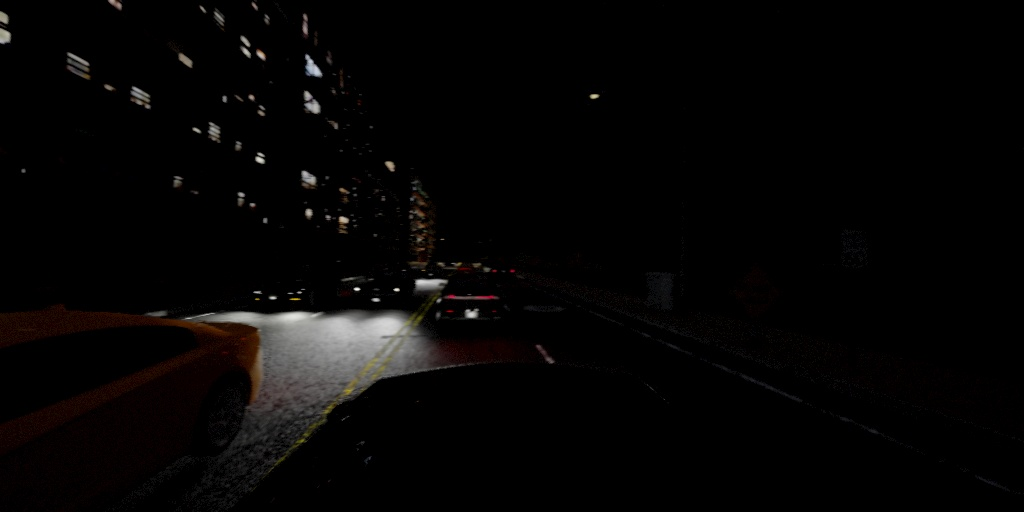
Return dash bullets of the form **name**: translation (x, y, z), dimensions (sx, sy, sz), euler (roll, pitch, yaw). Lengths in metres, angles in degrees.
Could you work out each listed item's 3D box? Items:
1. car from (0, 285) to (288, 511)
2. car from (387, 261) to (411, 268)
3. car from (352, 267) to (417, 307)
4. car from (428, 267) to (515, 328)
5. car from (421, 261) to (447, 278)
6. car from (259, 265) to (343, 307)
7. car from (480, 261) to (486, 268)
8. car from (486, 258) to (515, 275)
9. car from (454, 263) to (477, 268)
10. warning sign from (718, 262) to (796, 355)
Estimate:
- **car**: translation (-3.582, 1.140, 2.057), dimensions (1.882, 1.535, 5.008), euler (2, -1, -7)
- **car**: translation (-11.114, 1.261, 35.280), dimensions (1.882, 1.535, 5.008), euler (2, -1, -7)
- **car**: translation (-5.355, 1.346, 15.581), dimensions (1.895, 1.301, 4.718), euler (2, 0, -8)
- **car**: translation (-1.343, 1.301, 11.538), dimensions (2.128, 1.511, 4.902), euler (2, -1, -8)
- **car**: translation (-7.937, 1.473, 36.044), dimensions (1.895, 1.301, 4.718), euler (2, -1, -7)
- **car**: translation (-8.515, 1.157, 14.721), dimensions (1.837, 1.490, 4.892), euler (2, 1, -7)
- **car**: translation (-2.798, 1.702, 47.257), dimensions (1.895, 1.301, 4.718), euler (2, -1, -7)
- **car**: translation (-0.981, 1.374, 33.460), dimensions (2.097, 1.767, 4.553), euler (2, -1, -7)
- **car**: translation (-4.696, 1.437, 36.969), dimensions (1.882, 1.535, 5.008), euler (2, 0, -7)
- **warning sign**: translation (5.195, 1.055, 7.682), dimensions (1.300, 1.860, 1.060), euler (0, 0, -7)
